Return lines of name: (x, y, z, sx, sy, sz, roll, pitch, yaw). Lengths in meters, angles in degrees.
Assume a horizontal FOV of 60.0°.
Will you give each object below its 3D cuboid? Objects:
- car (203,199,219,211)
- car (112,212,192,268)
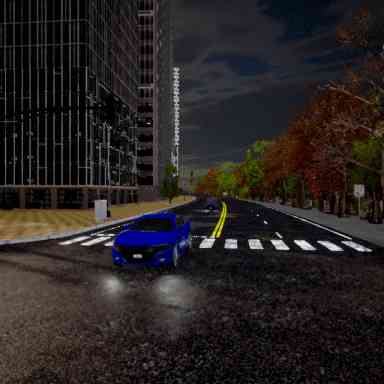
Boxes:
car: (2.506, 1.556, 42.330, 2.033, 1.411, 5.357, 0, 0, 6)
car: (-1.169, 1.492, 11.630, 1.882, 1.535, 5.008, 0, 0, 8)
